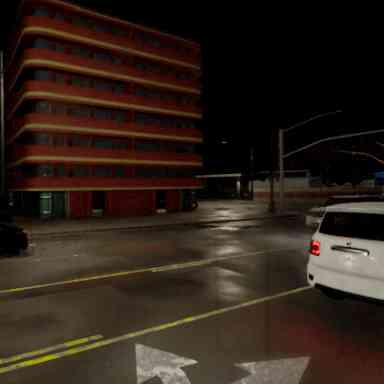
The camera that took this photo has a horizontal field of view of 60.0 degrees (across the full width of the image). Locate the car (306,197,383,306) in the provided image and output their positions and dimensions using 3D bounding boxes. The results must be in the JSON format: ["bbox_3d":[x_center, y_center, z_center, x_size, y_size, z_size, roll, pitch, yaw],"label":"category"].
[{"bbox_3d":[4.834,1.216,7.173,5.566,2.045,2.150,0,0,-35],"label":"car"}]

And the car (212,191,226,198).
[{"bbox_3d":[7.494,0.658,89.363,4.611,1.667,2.242,-1,1,-35],"label":"car"}]

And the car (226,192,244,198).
[{"bbox_3d":[11.460,0.805,85.136,3.806,1.475,1.970,-1,1,-35],"label":"car"}]

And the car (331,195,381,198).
[{"bbox_3d":[8.843,1.174,18.756,5.566,2.045,2.150,0,0,-35],"label":"car"}]

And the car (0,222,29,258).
[{"bbox_3d":[-7.872,1.564,11.270,4.181,1.385,1.994,0,0,-35],"label":"car"}]
